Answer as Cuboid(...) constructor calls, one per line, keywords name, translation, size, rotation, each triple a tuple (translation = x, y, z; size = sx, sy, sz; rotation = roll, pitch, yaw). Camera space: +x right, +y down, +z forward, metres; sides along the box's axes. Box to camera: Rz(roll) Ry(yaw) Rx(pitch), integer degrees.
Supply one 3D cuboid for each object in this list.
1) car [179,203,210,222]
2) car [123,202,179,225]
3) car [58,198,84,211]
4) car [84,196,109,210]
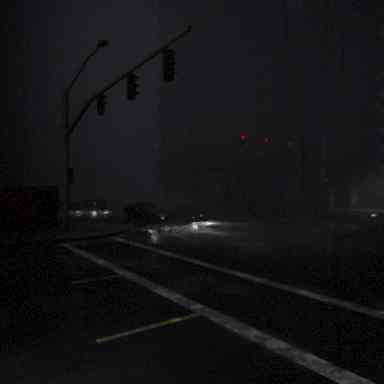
Cuboid(name="car", translation=(-0.460, 1.555, 26.234), size=(1.994, 1.385, 4.181), rotation=(0, 0, -36))
Cuboid(name="car", translation=(-3.386, 1.485, 24.305), size=(2.128, 1.511, 4.902), rotation=(0, 0, -36))
Cuboid(name="car", translation=(-15.159, 1.499, 40.677), size=(1.837, 1.490, 4.892), rotation=(0, 0, -35))
Cuboid(name="car", translation=(-12.306, 1.342, 42.706), size=(2.097, 1.767, 4.553), rotation=(0, 0, -35))
